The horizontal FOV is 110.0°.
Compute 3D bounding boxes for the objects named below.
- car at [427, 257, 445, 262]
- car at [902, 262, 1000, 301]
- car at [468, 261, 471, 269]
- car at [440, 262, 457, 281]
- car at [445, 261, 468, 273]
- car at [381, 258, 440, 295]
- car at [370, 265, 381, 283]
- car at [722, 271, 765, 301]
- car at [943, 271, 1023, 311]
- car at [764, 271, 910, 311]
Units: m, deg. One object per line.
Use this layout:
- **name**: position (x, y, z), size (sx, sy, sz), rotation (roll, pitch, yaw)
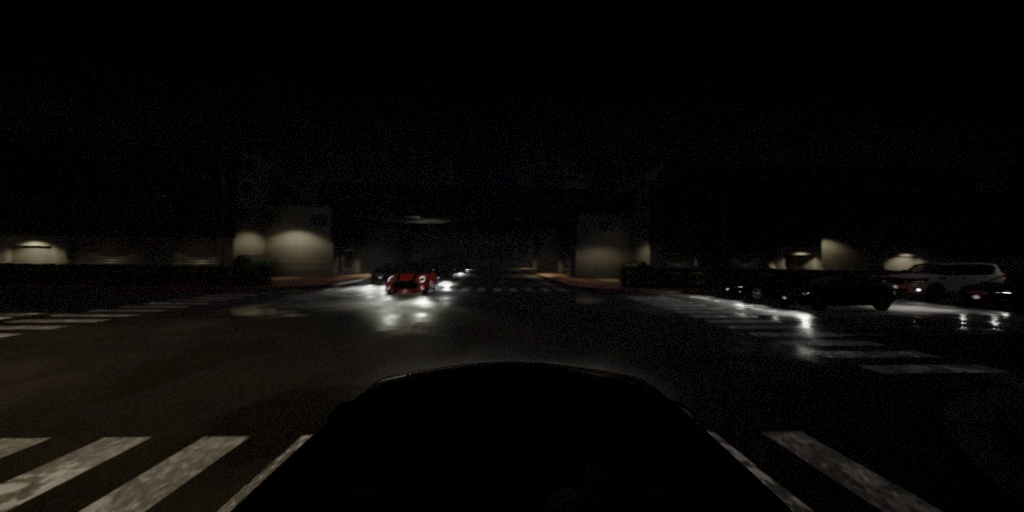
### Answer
- **car**: position (-10.928, 1.179, 48.535), size (2.150, 2.045, 5.566), rotation (1, 0, -3)
- **car**: position (23.587, 1.352, 19.701), size (5.566, 2.045, 2.150), rotation (1, 0, -4)
- **car**: position (-8.392, 1.635, 64.111), size (2.033, 1.411, 5.357), rotation (1, 0, -3)
- **car**: position (-6.416, 1.501, 32.646), size (1.895, 1.301, 4.718), rotation (1, 0, -4)
- **car**: position (-7.381, 1.554, 47.664), size (1.994, 1.385, 4.181), rotation (1, 0, -4)
- **car**: position (-5.512, 1.177, 20.097), size (2.097, 1.767, 4.553), rotation (1, 0, -5)
- **car**: position (-9.702, 1.330, 28.617), size (2.128, 1.511, 4.902), rotation (1, 0, -2)
- **car**: position (13.757, 1.527, 19.040), size (4.892, 1.490, 1.837), rotation (1, 0, -4)
- **car**: position (23.152, 1.594, 16.167), size (4.902, 1.511, 2.128), rotation (1, 0, -4)
- **car**: position (13.920, 1.526, 15.495), size (4.674, 1.442, 1.812), rotation (1, 0, -5)
